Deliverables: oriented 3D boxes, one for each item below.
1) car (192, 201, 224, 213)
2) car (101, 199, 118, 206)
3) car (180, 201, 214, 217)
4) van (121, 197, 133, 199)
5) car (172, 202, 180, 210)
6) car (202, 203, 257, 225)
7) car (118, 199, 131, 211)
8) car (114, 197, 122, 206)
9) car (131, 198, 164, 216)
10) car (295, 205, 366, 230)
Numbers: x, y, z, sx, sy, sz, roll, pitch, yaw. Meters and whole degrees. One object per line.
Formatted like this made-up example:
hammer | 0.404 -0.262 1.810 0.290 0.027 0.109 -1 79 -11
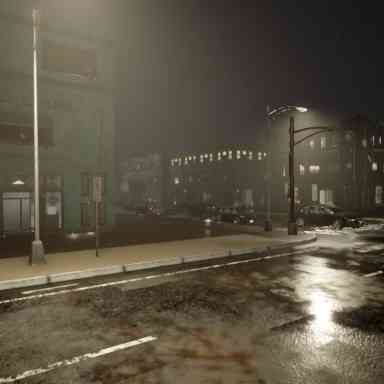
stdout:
car | 2.010 1.903 42.559 1.802 1.307 4.206 -2 0 -35
car | -17.250 2.226 69.614 1.887 1.381 4.507 -1 0 -35
car | 1.059 1.831 33.926 1.812 1.442 4.674 -1 0 -35
van | -10.835 1.906 60.596 1.690 1.788 3.998 -1 0 -35
car | -1.199 1.965 47.068 1.802 1.307 4.206 -2 0 -35
car | 3.133 1.814 26.322 1.947 1.339 4.313 -2 0 -35
car | -7.967 2.028 46.632 2.033 1.411 5.357 -1 0 -35
car | -14.046 1.939 65.105 2.192 1.841 5.009 -1 0 -35
car | -4.819 1.845 37.697 1.967 1.590 4.097 -1 0 -35
car | 8.975 1.634 22.155 1.837 1.490 4.892 0 -1 -30
